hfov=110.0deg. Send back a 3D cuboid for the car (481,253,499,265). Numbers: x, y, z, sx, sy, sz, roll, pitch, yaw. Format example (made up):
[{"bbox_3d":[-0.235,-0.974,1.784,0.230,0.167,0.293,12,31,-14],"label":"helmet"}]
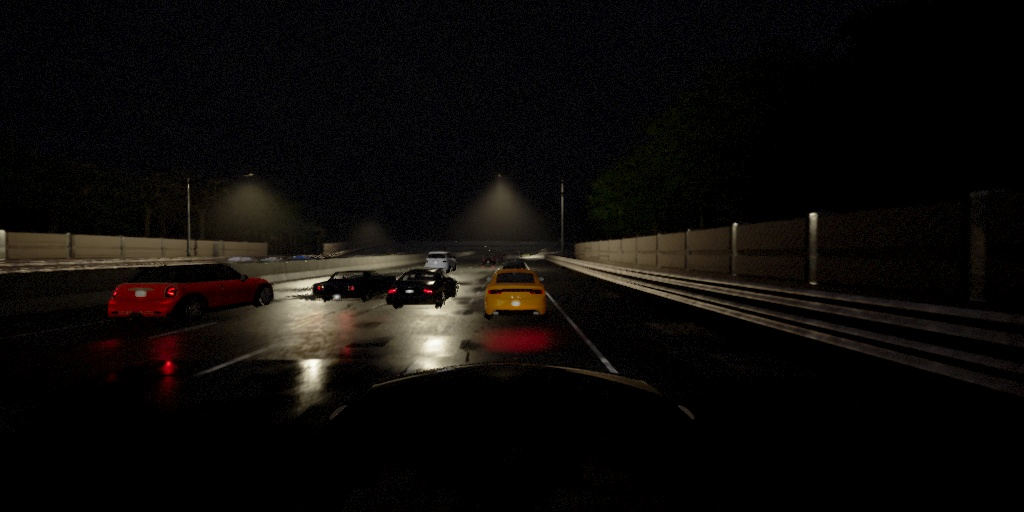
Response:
[{"bbox_3d":[-3.225,0.577,51.730,1.812,1.442,4.674,0,1,1],"label":"car"}]

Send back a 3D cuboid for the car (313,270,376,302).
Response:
[{"bbox_3d":[-6.872,1.272,16.291,1.895,1.301,4.718,0,1,0],"label":"car"}]

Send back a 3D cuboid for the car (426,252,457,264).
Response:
[{"bbox_3d":[-6.776,0.600,34.599,2.150,2.045,5.566,0,1,0],"label":"car"}]

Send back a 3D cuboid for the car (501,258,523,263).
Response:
[{"bbox_3d":[0.200,1.048,31.004,1.895,1.301,4.718,0,1,0],"label":"car"}]

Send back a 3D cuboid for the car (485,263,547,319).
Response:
[{"bbox_3d":[0.118,1.182,12.670,1.882,1.535,5.008,0,0,0],"label":"car"}]

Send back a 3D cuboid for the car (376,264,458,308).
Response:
[{"bbox_3d":[-3.478,1.236,14.731,2.033,1.411,5.357,0,1,0],"label":"car"}]

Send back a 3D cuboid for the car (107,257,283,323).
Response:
[{"bbox_3d":[-10.383,1.060,12.157,2.097,1.767,4.553,0,0,0],"label":"car"}]

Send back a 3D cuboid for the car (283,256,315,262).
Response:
[{"bbox_3d":[-20.965,0.848,35.097,1.882,1.535,5.008,0,1,1],"label":"car"}]

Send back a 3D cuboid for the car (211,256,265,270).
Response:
[{"bbox_3d":[-31.401,0.799,41.375,2.033,1.411,5.357,0,1,1],"label":"car"}]
